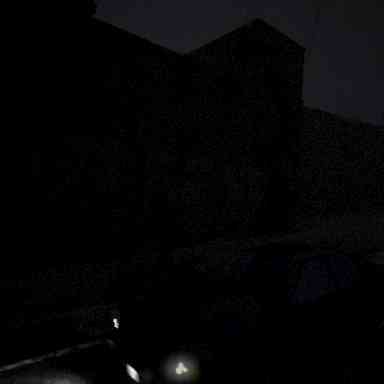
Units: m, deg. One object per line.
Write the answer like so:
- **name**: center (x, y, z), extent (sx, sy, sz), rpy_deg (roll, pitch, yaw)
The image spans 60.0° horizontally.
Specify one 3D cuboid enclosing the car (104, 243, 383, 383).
- **car**: center (1.459, 1.572, 5.232), extent (5.357, 1.411, 2.033), rpy_deg (0, 0, -38)
